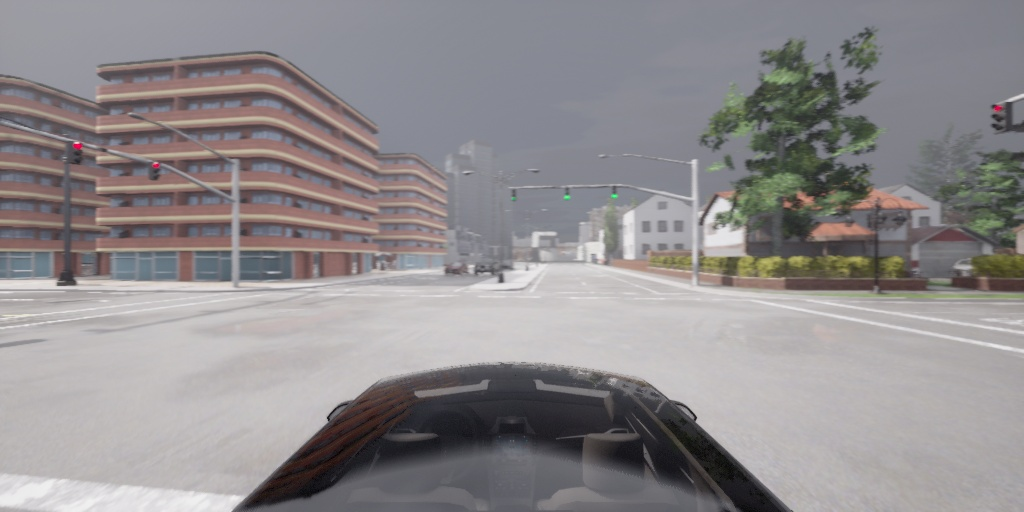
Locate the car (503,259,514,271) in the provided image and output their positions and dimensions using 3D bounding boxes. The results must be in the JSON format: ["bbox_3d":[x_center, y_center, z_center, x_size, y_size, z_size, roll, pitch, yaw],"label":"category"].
[{"bbox_3d":[-0.878,1.337,56.407,2.097,1.767,4.553,0,0,7],"label":"car"}]

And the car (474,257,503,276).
[{"bbox_3d":[-2.794,1.147,40.962,2.150,2.045,5.566,0,0,7],"label":"car"}]

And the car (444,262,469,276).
[{"bbox_3d":[-6.294,1.413,41.161,1.882,1.535,5.008,0,-1,7],"label":"car"}]
